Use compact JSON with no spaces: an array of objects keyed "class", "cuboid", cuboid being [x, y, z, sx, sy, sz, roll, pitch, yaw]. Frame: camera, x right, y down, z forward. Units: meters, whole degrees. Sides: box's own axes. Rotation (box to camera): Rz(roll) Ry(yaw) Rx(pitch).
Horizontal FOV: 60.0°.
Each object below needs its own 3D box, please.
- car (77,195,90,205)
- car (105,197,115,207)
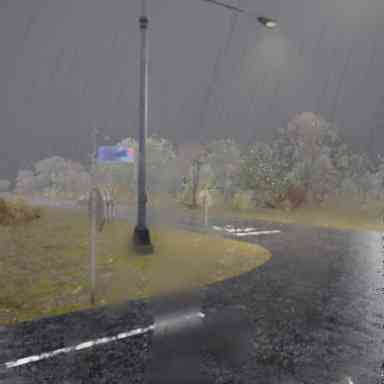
[{"class":"car","cuboid":[-18.919,1.395,59.045,2.097,1.767,4.553,1,0,-34]},{"class":"car","cuboid":[-13.223,1.563,50.574,1.837,1.490,4.892,1,0,-34]}]
